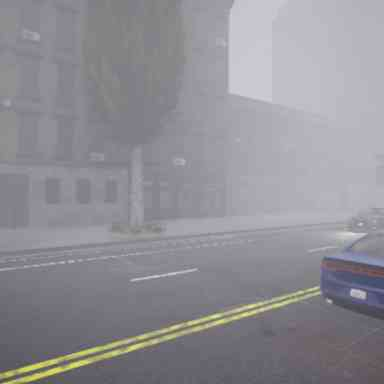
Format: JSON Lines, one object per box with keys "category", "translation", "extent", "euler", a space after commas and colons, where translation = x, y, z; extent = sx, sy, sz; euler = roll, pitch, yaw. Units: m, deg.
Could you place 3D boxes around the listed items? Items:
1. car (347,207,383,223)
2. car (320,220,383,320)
{"category": "car", "translation": [10.882, 1.589, 19.425], "extent": [4.181, 1.385, 1.994], "euler": [0, 0, -35]}
{"category": "car", "translation": [4.683, 1.484, 6.782], "extent": [5.008, 1.535, 1.882], "euler": [0, 0, -35]}
